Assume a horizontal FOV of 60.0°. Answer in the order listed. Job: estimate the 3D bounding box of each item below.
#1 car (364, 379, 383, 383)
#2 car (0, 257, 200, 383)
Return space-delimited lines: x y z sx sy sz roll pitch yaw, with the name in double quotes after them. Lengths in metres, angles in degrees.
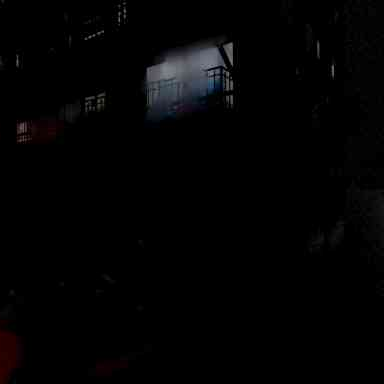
2.569 1.566 1.047 4.313 1.339 1.947 0 0 35 "car"
-2.023 1.545 4.316 4.507 1.381 1.887 0 0 35 "car"
